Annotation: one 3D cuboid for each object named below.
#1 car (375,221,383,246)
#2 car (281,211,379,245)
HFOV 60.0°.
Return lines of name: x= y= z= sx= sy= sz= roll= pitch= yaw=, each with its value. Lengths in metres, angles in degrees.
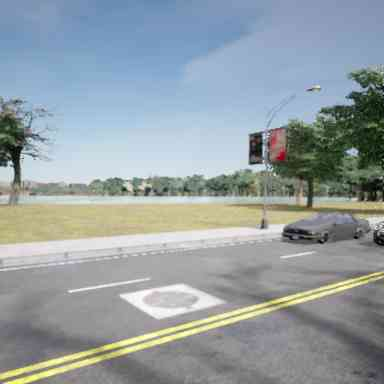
car: x=10.108 y=1.500 z=14.885 sx=4.553 sy=1.767 sz=2.097 roll=1 pitch=0 yaw=-35
car: x=6.822 y=1.680 z=16.534 sx=5.357 sy=1.411 sz=2.033 roll=1 pitch=0 yaw=-35
